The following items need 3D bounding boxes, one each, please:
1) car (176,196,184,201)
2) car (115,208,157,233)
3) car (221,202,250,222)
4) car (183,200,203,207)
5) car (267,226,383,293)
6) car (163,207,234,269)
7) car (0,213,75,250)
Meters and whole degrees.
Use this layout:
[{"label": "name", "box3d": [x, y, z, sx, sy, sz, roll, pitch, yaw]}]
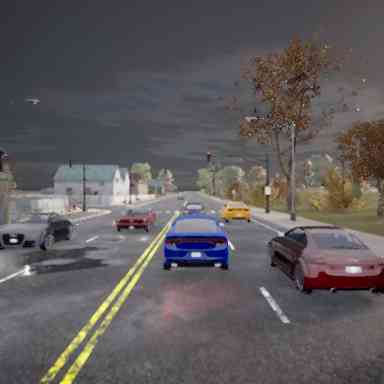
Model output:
[{"label": "car", "box3d": [-3.006, 1.626, 87.180, 2.033, 1.411, 5.357, 0, 0, 0]}, {"label": "car", "box3d": [-3.289, 1.639, 20.304, 1.895, 1.301, 4.718, 0, 0, 0]}, {"label": "car", "box3d": [3.415, 1.526, 26.569, 1.882, 1.535, 5.008, 0, -1, 0]}, {"label": "car", "box3d": [0.162, 1.573, 25.986, 1.812, 1.442, 4.674, 0, 0, 0]}, {"label": "car", "box3d": [3.359, 1.583, 8.914, 1.994, 1.385, 4.181, 0, 0, 0]}, {"label": "car", "box3d": [0.119, 1.501, 11.262, 1.882, 1.535, 5.008, 0, 0, 0]}, {"label": "car", "box3d": [-6.561, 1.592, 14.213, 1.994, 1.385, 4.181, 0, 0, 0]}]
